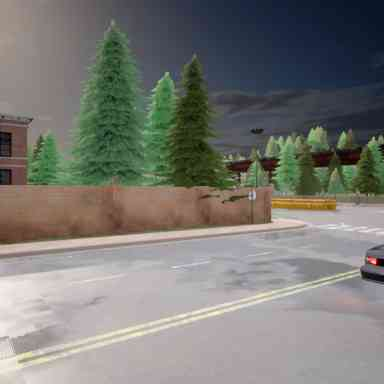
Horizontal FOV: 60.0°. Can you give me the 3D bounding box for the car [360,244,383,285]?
[{"bbox_3d":[6.300,1.547,8.225,5.357,1.411,2.033,0,0,-35],"label":"car"}]
